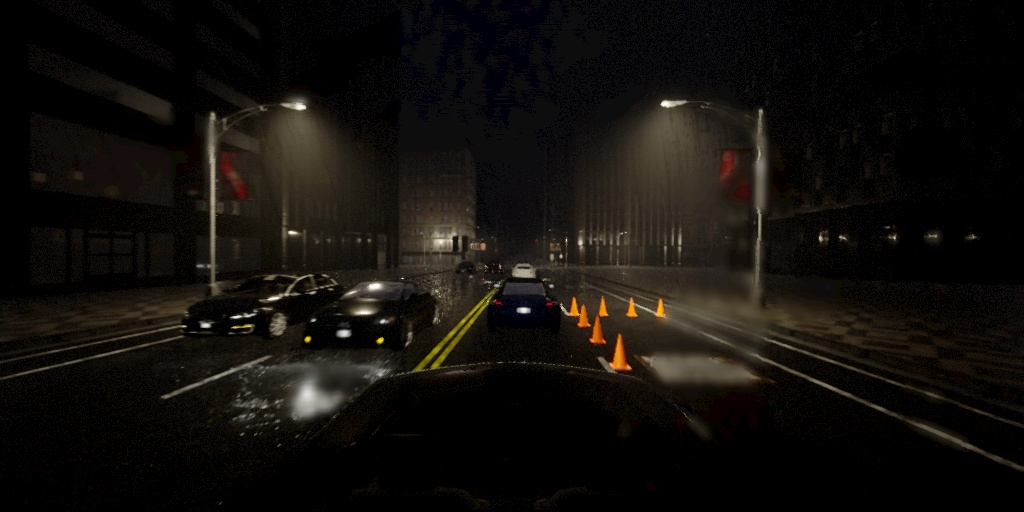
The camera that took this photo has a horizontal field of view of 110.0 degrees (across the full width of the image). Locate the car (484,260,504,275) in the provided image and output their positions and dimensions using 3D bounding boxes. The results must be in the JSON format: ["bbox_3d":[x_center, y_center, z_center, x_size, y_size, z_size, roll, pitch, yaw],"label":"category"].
[{"bbox_3d":[-2.053,1.249,42.101,2.097,1.767,4.553,1,0,2],"label":"car"}]

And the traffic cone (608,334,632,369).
[{"bbox_3d":[1.979,1.734,6.591,0.340,0.580,0.340,0,0,2],"label":"traffic cone"}]

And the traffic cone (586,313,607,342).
[{"bbox_3d":[2.045,1.740,8.590,0.340,0.580,0.340,0,0,2],"label":"traffic cone"}]

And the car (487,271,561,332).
[{"bbox_3d":[0.361,1.341,10.989,1.994,1.385,4.181,1,0,2],"label":"car"}]

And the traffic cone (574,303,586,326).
[{"bbox_3d":[2.111,1.747,10.589,0.340,0.580,0.340,0,0,2],"label":"traffic cone"}]

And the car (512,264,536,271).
[{"bbox_3d":[0.947,1.377,28.682,1.812,1.442,4.674,1,0,2],"label":"car"}]

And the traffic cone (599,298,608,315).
[{"bbox_3d":[3.176,1.762,12.555,0.340,0.580,0.340,0,0,2],"label":"traffic cone"}]

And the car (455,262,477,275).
[{"bbox_3d":[-5.320,1.392,41.816,1.812,1.442,4.674,0,0,2],"label":"car"}]

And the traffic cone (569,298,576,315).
[{"bbox_3d":[2.177,1.753,12.588,0.340,0.580,0.340,0,0,2],"label":"traffic cone"}]

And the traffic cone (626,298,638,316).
[{"bbox_3d":[4.176,1.771,12.522,0.340,0.580,0.340,0,0,2],"label":"traffic cone"}]

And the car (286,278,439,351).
[{"bbox_3d":[-3.162,1.303,8.861,1.994,1.385,4.181,1,0,2],"label":"car"}]

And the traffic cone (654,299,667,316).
[{"bbox_3d":[5.175,1.780,12.489,0.340,0.580,0.340,0,0,2],"label":"traffic cone"}]

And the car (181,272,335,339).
[{"bbox_3d":[-6.376,1.219,9.983,1.837,1.490,4.892,1,0,2],"label":"car"}]
